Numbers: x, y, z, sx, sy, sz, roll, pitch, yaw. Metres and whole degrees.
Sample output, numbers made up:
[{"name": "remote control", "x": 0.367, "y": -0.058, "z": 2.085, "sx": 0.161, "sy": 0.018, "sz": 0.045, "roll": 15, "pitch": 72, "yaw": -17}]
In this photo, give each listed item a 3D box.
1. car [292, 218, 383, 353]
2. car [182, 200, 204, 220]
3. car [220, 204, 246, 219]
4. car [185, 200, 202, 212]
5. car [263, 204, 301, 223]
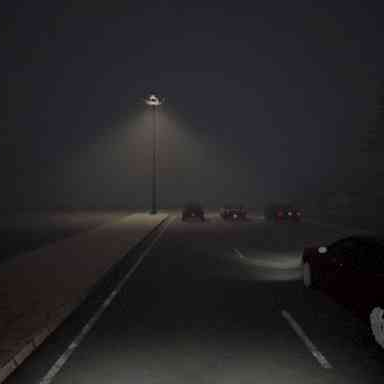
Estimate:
[{"name": "car", "x": 3.602, "y": 1.504, "z": 6.133, "sx": 1.882, "sy": 1.535, "sz": 5.008, "roll": 0, "pitch": 0, "yaw": 0}, {"name": "car", "x": 0.100, "y": 1.648, "z": 29.249, "sx": 1.812, "sy": 1.442, "sz": 4.674, "roll": 0, "pitch": 0, "yaw": 0}, {"name": "car", "x": 3.604, "y": 1.727, "z": 30.017, "sx": 1.895, "sy": 1.301, "sz": 4.718, "roll": 0, "pitch": 0, "yaw": 0}, {"name": "car", "x": 0.291, "y": 1.741, "z": 42.287, "sx": 1.994, "sy": 1.385, "sz": 4.181, "roll": 0, "pitch": 0, "yaw": 2}, {"name": "car", "x": 7.109, "y": 1.659, "z": 26.614, "sx": 2.033, "sy": 1.411, "sz": 5.357, "roll": 0, "pitch": 0, "yaw": 0}]
